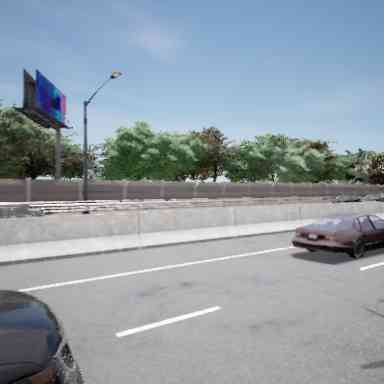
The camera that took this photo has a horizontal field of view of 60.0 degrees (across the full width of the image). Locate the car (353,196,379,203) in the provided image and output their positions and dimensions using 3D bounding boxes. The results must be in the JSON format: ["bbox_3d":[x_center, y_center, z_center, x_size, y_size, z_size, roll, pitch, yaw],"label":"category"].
[{"bbox_3d":[22.849,0.963,41.678,4.902,1.511,2.128,0,0,-36],"label":"car"}]

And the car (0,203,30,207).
[{"bbox_3d":[-9.170,1.348,14.647,4.553,1.767,2.097,0,0,-35],"label":"car"}]

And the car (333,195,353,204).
[{"bbox_3d":[20.814,1.180,44.526,5.008,1.535,1.882,0,0,-36],"label":"car"}]

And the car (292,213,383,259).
[{"bbox_3d":[6.003,1.481,12.324,5.357,1.411,2.033,0,0,-35],"label":"car"}]

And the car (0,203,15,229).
[{"bbox_3d":[-13.614,1.490,20.074,4.902,1.511,2.128,0,0,-36],"label":"car"}]

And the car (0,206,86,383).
[{"bbox_3d":[-3.317,1.234,1.380,5.566,2.045,2.150,0,0,-36],"label":"car"}]

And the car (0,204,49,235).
[{"bbox_3d":[-10.556,1.482,17.957,4.902,1.511,2.128,0,0,-36],"label":"car"}]
